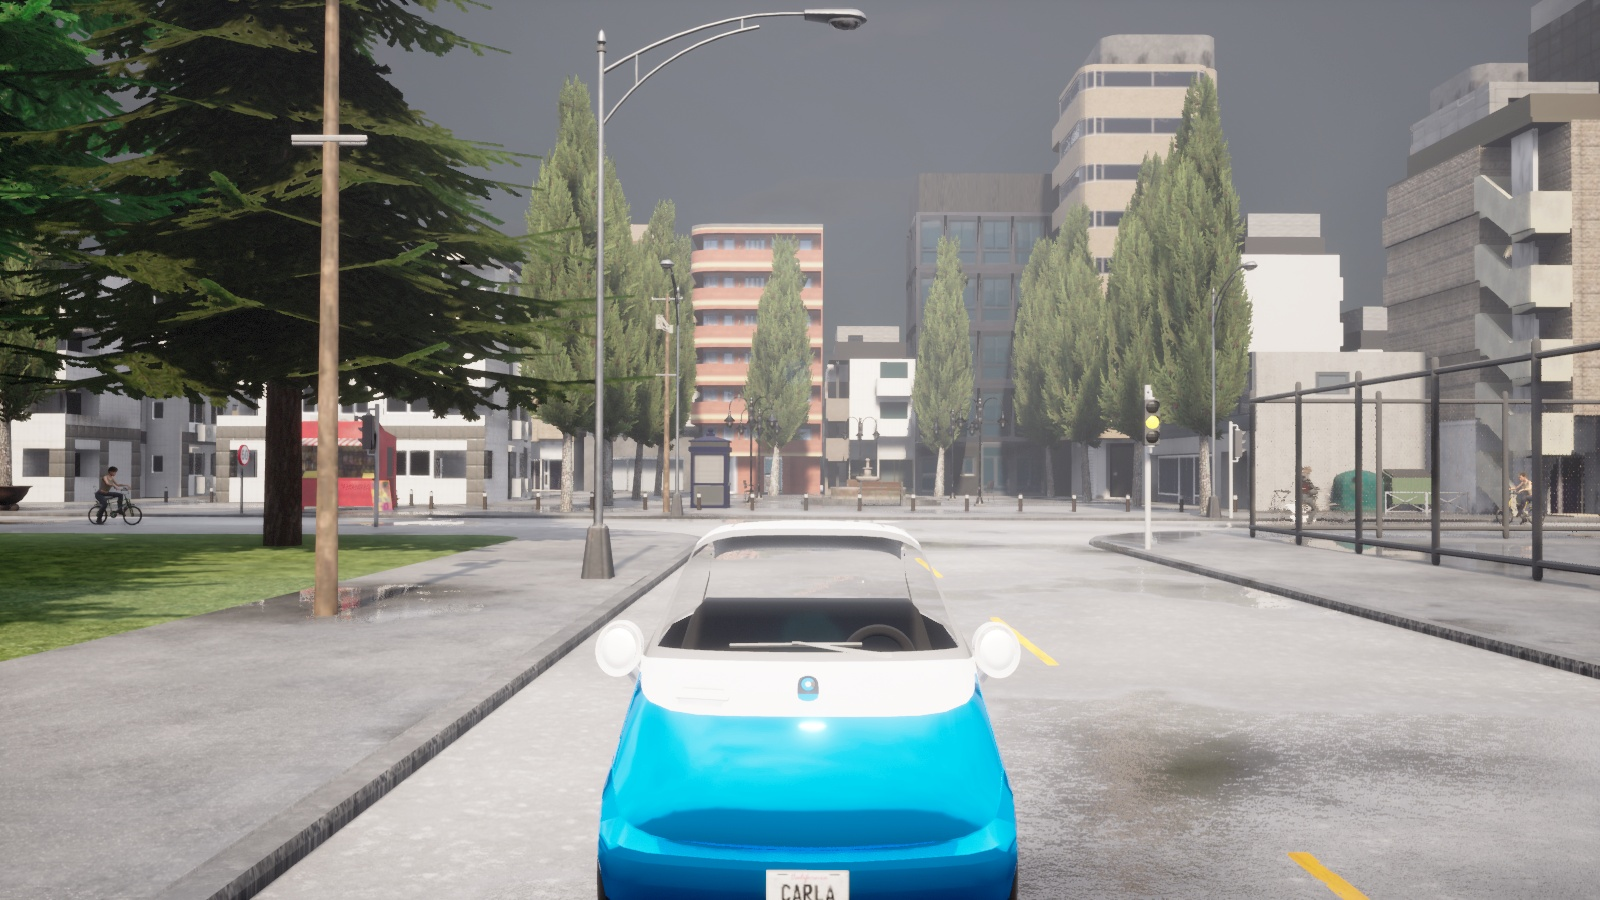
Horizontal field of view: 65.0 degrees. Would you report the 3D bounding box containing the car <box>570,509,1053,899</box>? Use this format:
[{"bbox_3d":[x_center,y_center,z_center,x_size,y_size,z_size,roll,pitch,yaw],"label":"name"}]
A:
[{"bbox_3d":[0.037,0.953,4.965,1.481,1.376,2.207,0,-1,0],"label":"car"}]

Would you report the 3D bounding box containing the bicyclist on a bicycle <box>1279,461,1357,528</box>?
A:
[{"bbox_3d":[14.089,1.201,34.174,1.843,1.776,0.659,0,-1,-2],"label":"bicyclist on a bicycle"}]

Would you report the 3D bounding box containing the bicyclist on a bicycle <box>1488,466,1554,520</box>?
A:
[{"bbox_3d":[21.948,1.304,38.248,1.509,1.612,0.866,0,-1,0],"label":"bicyclist on a bicycle"}]

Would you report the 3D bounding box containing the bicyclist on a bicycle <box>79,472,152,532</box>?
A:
[{"bbox_3d":[-18.738,1.402,34.391,1.509,1.612,0.866,0,-1,1],"label":"bicyclist on a bicycle"}]
